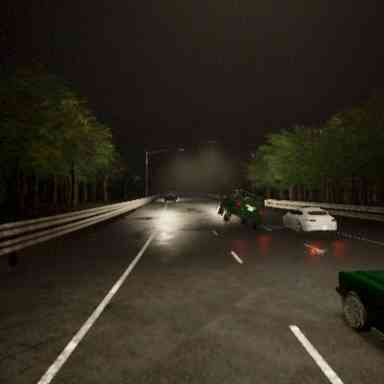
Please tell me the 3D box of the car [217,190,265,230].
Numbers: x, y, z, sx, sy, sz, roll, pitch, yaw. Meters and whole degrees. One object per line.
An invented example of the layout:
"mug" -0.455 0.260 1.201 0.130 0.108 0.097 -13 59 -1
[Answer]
"car" 3.285 1.030 22.232 2.150 2.045 5.566 23 1 -3

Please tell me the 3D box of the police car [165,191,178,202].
"police car" -4.095 0.976 62.592 1.930 1.638 5.238 0 0 -4

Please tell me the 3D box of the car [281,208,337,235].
"car" 6.645 1.620 19.228 1.812 1.442 4.674 0 0 -2

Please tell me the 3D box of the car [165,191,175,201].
"car" -4.714 0.820 72.493 2.150 2.045 5.566 0 0 -4

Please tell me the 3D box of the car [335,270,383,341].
"car" 3.551 1.624 3.935 1.895 1.301 4.718 0 0 -1
